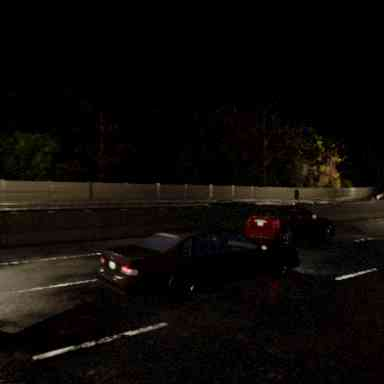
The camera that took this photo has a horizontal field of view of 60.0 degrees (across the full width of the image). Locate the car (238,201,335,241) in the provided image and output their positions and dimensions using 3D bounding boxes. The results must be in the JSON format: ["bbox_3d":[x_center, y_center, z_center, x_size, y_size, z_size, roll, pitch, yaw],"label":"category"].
[{"bbox_3d":[4.708,1.426,15.700,4.553,1.767,2.097,0,0,-35],"label":"car"}]

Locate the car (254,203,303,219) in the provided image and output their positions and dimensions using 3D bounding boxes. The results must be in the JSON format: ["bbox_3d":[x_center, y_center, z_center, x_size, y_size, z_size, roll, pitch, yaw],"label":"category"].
[{"bbox_3d":[8.217,1.753,31.332,4.718,1.301,1.895,1,0,-35],"label":"car"}]

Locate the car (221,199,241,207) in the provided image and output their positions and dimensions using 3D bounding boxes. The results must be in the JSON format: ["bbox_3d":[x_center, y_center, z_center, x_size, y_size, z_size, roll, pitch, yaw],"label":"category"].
[{"bbox_3d":[5.931,1.732,38.291,4.181,1.385,1.994,1,0,-35],"label":"car"}]

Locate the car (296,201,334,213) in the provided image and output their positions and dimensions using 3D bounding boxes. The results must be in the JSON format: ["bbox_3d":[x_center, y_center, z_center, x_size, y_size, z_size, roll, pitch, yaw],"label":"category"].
[{"bbox_3d":[14.988,1.831,40.447,4.718,1.301,1.895,1,0,-35],"label":"car"}]

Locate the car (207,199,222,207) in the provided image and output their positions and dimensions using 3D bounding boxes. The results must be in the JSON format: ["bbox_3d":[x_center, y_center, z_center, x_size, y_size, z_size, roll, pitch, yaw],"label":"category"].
[{"bbox_3d":[4.038,1.661,41.243,4.902,1.511,2.128,1,0,-35],"label":"car"}]

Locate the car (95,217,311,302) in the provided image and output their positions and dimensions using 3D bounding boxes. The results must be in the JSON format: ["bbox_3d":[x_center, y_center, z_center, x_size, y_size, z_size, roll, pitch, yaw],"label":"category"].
[{"bbox_3d":[0.405,1.575,8.335,5.357,1.411,2.033,0,0,-36],"label":"car"}]
